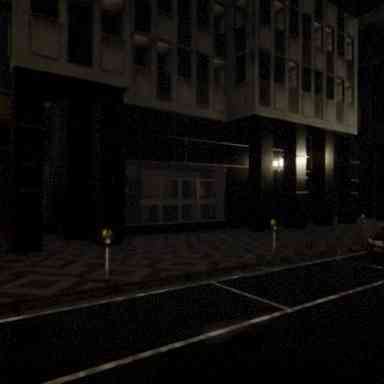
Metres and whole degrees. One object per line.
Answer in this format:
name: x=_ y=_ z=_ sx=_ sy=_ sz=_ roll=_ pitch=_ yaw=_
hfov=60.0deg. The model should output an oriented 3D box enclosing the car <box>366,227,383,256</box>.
car: x=8.259 y=1.713 z=12.550 sx=4.206 sy=1.307 sz=1.802 roll=1 pitch=-1 yaw=-36
